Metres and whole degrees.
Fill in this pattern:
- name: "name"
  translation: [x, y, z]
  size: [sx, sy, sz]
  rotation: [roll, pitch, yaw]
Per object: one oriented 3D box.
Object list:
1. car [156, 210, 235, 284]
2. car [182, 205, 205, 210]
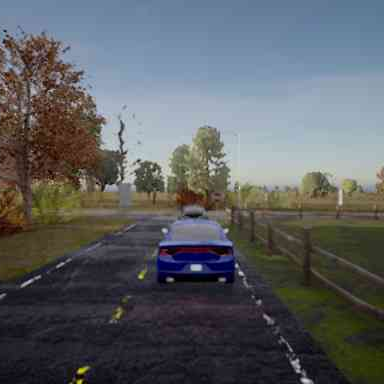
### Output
- name: "car"
  translation: [0.099, 1.518, 9.734]
  size: [1.882, 1.535, 5.008]
  rotation: [0, 0, 0]
- name: "car"
  translation: [0.095, 1.591, 20.852]
  size: [1.837, 1.490, 4.892]
  rotation: [0, 0, 0]
